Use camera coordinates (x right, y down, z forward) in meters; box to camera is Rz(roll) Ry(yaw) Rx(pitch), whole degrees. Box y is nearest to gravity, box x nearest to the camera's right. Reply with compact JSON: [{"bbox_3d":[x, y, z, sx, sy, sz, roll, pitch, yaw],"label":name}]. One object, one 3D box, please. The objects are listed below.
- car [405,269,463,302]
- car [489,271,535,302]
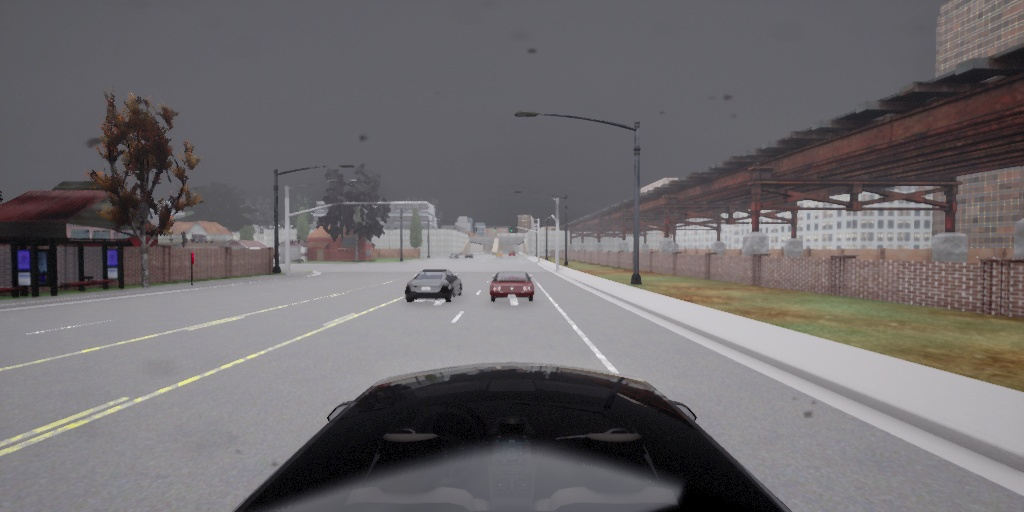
[{"bbox_3d":[-3.500,1.278,16.618,1.994,1.385,4.181,0,0,0],"label":"car"},{"bbox_3d":[0.000,1.322,16.648,1.895,1.301,4.718,0,0,0],"label":"car"}]
